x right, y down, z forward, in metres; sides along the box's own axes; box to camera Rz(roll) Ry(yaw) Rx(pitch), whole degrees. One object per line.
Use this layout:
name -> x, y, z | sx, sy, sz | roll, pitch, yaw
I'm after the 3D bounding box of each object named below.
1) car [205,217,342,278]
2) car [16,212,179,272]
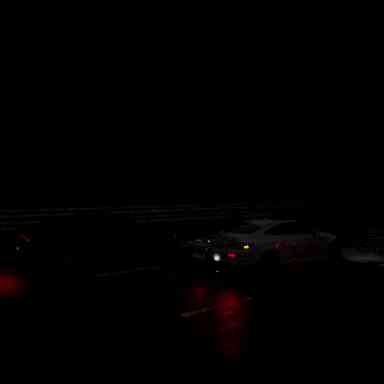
car -> 2.534, 1.468, 9.934 | 4.674, 1.442, 1.812 | 0, 0, -35
car -> -2.738, 1.387, 10.528 | 5.008, 1.535, 1.882 | 0, 0, -35
